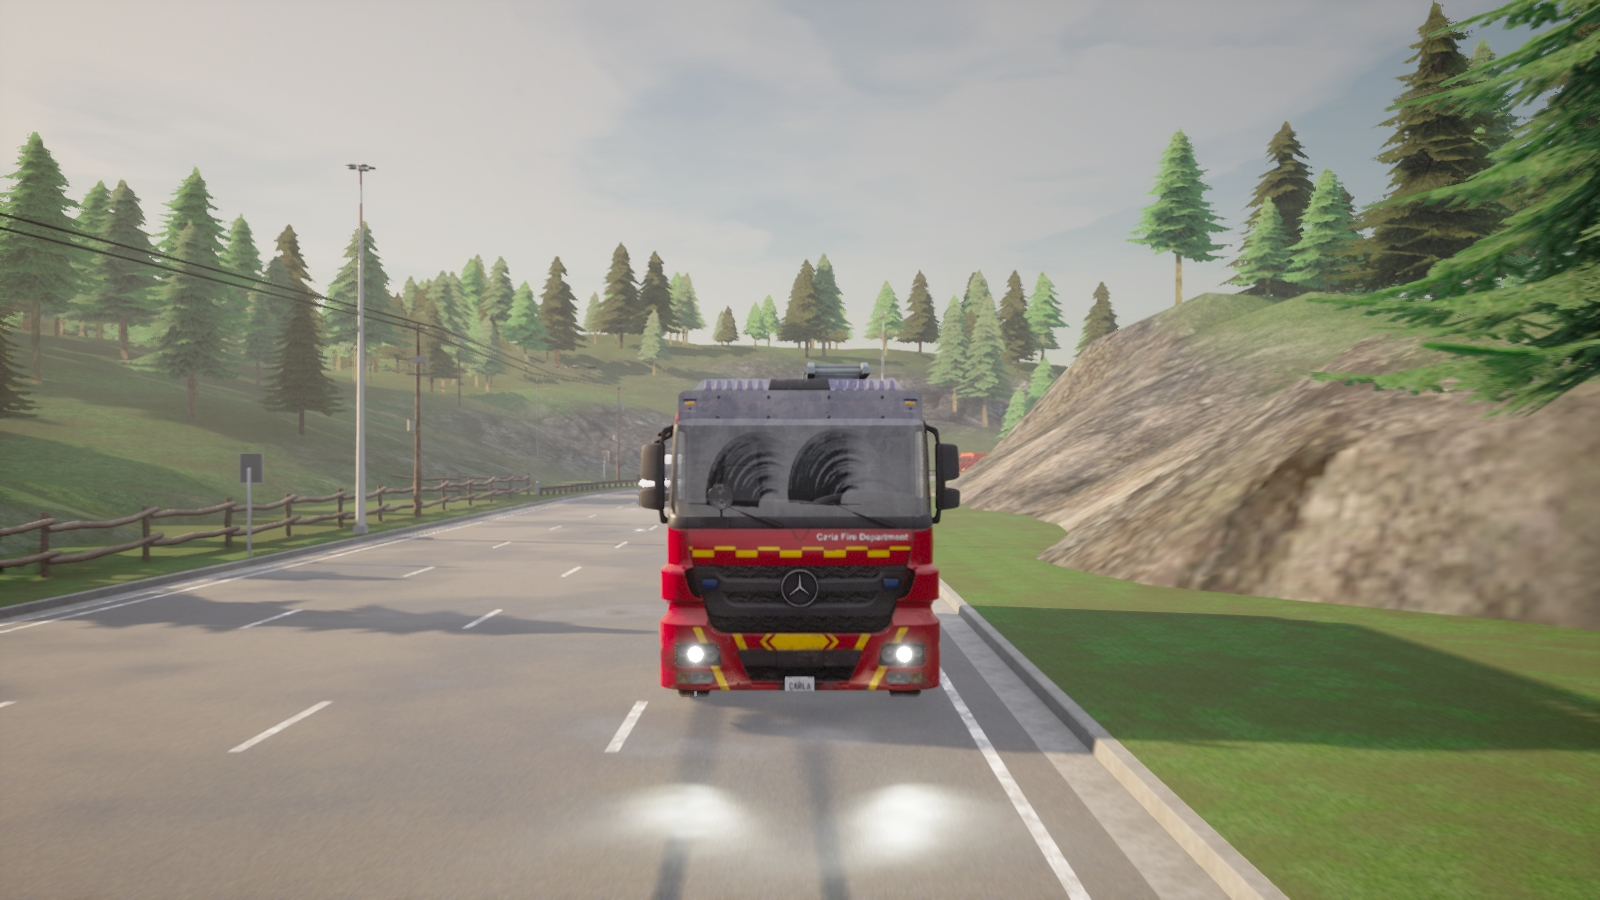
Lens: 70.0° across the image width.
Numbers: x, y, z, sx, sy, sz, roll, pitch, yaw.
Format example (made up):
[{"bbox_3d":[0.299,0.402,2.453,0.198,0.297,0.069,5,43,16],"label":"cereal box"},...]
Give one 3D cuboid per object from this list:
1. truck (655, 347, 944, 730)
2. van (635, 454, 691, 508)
[{"bbox_3d":[-0.004,0.884,15.631,2.891,3.827,8.468,0,0,0],"label":"truck"},{"bbox_3d":[-6.901,1.511,58.083,1.988,2.561,5.915,0,0,2],"label":"van"}]
